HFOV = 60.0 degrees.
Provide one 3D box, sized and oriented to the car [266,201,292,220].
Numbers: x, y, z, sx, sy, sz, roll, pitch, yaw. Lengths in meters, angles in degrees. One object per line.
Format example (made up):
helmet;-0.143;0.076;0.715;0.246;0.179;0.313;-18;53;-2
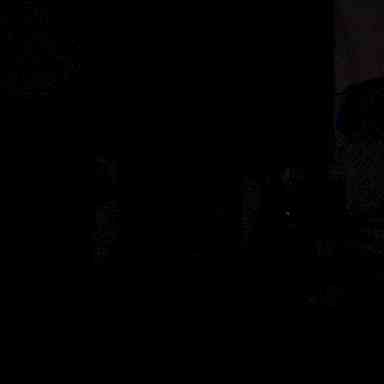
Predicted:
car;6.363;1.526;28.524;1.812;1.442;4.674;0;0;-35
